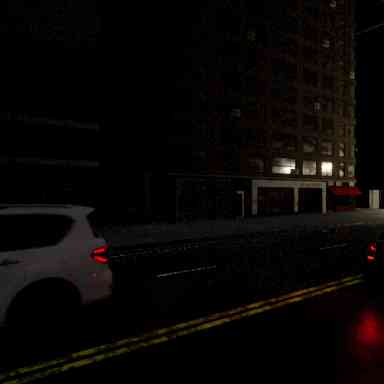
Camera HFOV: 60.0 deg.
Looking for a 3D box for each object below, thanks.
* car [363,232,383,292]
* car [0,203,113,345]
[{"bbox_3d":[6.032,1.353,7.740,4.553,1.767,2.097,0,0,-35],"label":"car"},{"bbox_3d":[-3.972,1.221,4.847,5.566,2.045,2.150,0,0,-35],"label":"car"}]
